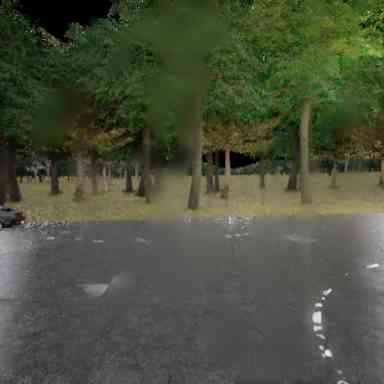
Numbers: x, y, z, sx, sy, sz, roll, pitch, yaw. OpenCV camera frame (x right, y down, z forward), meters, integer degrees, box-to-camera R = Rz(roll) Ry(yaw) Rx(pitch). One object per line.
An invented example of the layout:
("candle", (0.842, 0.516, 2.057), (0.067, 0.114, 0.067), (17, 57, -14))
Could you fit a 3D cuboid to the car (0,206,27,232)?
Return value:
("car", (-12.665, 1.640, 20.102), (4.892, 1.490, 1.837), (-1, 3, -1))
